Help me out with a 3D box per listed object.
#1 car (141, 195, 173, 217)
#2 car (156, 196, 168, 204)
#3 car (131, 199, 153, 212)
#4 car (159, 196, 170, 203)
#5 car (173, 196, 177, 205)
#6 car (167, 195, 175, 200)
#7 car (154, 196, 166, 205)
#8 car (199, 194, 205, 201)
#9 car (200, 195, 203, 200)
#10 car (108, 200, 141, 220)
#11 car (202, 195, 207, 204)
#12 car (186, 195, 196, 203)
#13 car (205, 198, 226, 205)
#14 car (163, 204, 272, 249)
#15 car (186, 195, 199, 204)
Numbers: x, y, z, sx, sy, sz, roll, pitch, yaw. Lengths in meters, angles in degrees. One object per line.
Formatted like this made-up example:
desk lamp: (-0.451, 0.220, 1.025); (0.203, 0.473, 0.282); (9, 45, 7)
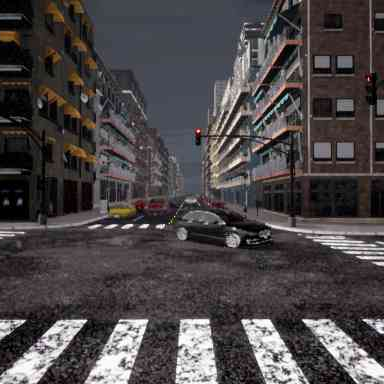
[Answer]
car: (-3.205, 1.359, 31.135); (2.097, 1.767, 4.553); (0, 0, 0)
car: (-5.908, 1.571, 66.706); (2.008, 1.369, 4.403); (1, 0, 0)
car: (-5.815, 1.554, 39.089); (1.887, 1.381, 4.507); (1, 0, 0)
car: (-5.927, 1.568, 72.230); (1.887, 1.381, 4.507); (1, 0, 0)
car: (-3.261, 1.561, 50.380); (2.033, 1.411, 5.357); (0, 0, 0)
car: (-6.001, 1.587, 94.323); (2.008, 1.369, 4.403); (1, 0, 0)
car: (-5.889, 1.543, 61.013); (1.752, 1.417, 4.829); (1, 0, 0)
car: (2.724, 1.380, 81.893); (2.097, 1.767, 4.553); (0, 0, 0)
car: (2.528, 1.596, 50.150); (1.802, 1.307, 4.206); (1, 0, 0)
car: (-5.776, 1.532, 27.872); (1.752, 1.417, 4.829); (1, 0, 0)
car: (2.567, 1.450, 39.103); (1.967, 1.590, 4.097); (1, 0, 0)
car: (-0.235, 1.478, 69.837); (2.128, 1.511, 4.902); (0, 0, 0)
car: (2.585, 1.553, 33.579); (1.887, 1.381, 4.507); (1, 0, 0)
car: (1.158, 1.508, 14.741); (4.892, 1.490, 1.837); (0, 2, 45)
car: (-0.201, 1.618, 59.861); (1.895, 1.301, 4.718); (0, 0, 0)
